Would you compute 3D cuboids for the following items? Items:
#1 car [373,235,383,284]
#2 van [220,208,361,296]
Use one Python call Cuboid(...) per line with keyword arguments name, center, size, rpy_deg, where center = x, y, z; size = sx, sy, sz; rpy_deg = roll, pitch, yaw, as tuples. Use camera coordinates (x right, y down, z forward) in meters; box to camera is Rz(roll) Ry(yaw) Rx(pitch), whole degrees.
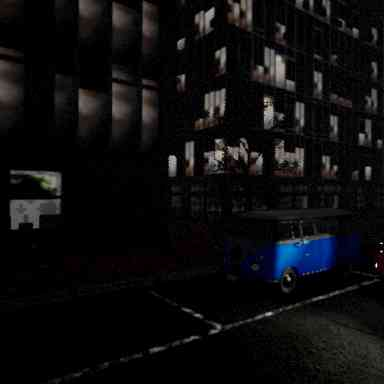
Cuboid(name="car", center=(6.732, 1.206, 8.181), size=(5.566, 2.045, 2.150), rpy_deg=(0, 0, -36))
Cuboid(name="van", center=(2.569, 1.331, 8.386), size=(3.998, 1.788, 1.690), rpy_deg=(0, 0, -35))
